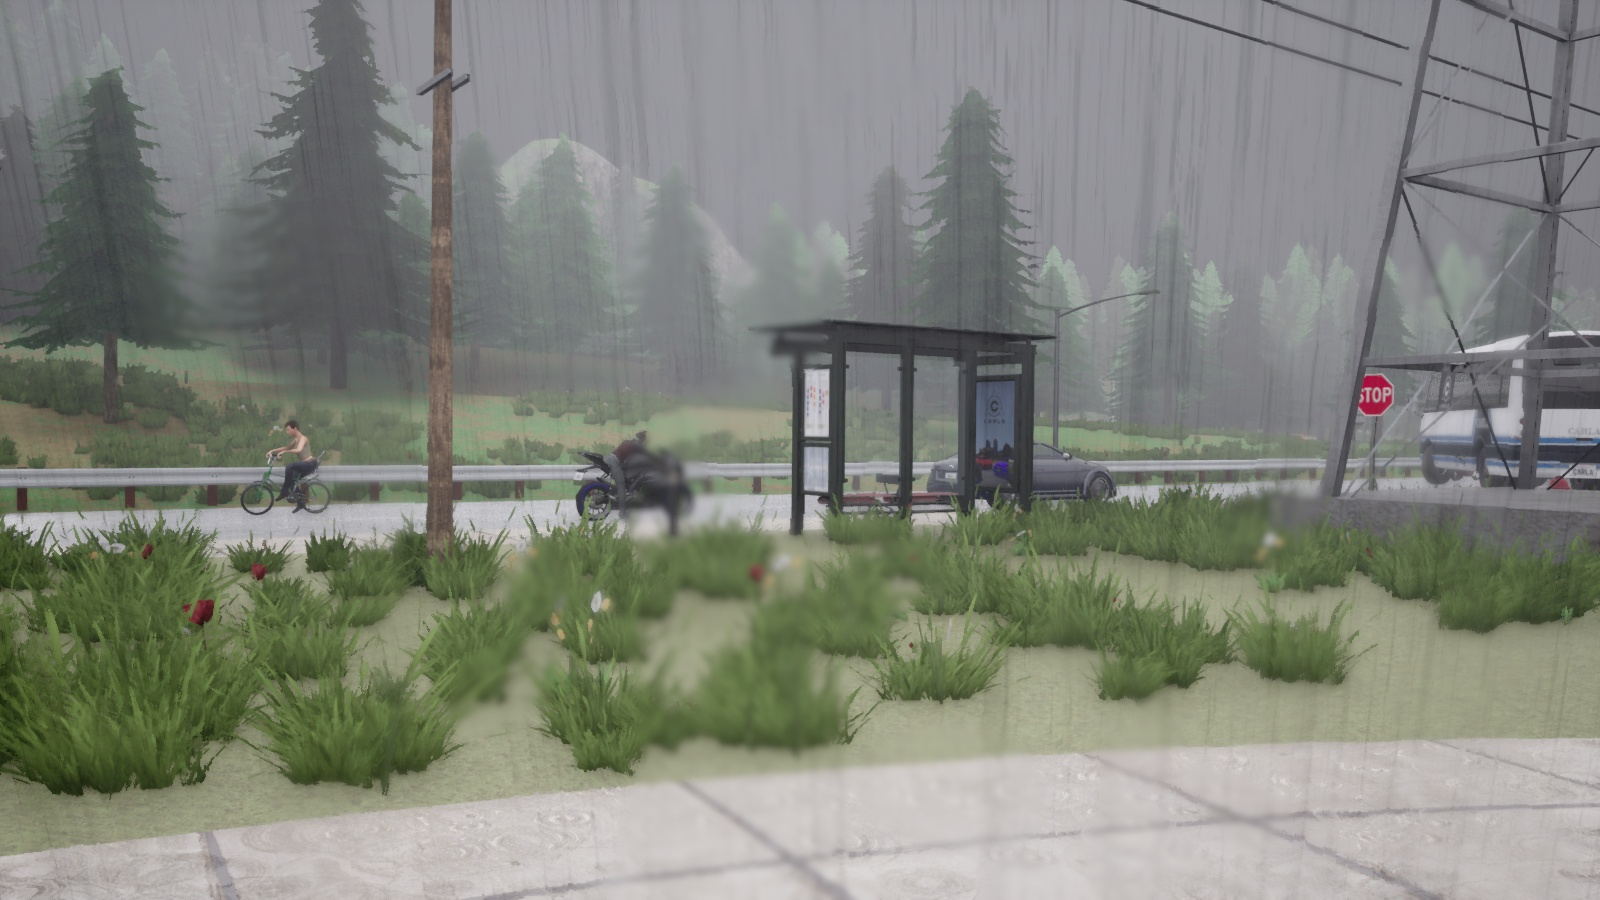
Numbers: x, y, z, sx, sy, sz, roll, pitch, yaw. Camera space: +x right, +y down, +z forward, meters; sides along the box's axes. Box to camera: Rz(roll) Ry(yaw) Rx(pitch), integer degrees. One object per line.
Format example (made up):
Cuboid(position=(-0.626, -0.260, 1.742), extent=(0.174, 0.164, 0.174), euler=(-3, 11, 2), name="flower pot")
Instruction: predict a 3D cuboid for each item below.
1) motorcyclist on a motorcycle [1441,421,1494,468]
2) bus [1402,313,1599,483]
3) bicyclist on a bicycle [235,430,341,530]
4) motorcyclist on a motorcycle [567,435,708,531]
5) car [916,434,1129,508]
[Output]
Cuboid(position=(22.955, -0.199, 43.160), extent=(1.817, 1.590, 0.866), euler=(-1, 1, -35), name="motorcyclist on a motorcycle")
Cuboid(position=(20.869, -1.400, 36.621), extent=(3.944, 4.253, 10.273), euler=(0, 1, 14), name="bus")
Cuboid(position=(-8.697, 0.481, 21.338), extent=(1.509, 1.612, 0.866), euler=(-1, 1, -34), name="bicyclist on a bicycle")
Cuboid(position=(-2.729, 0.518, 21.208), extent=(2.191, 1.530, 0.866), euler=(-1, 1, -35), name="motorcyclist on a motorcycle")
Cuboid(position=(4.695, 0.383, 26.325), extent=(4.181, 1.385, 1.994), euler=(-1, 1, -34), name="car")
